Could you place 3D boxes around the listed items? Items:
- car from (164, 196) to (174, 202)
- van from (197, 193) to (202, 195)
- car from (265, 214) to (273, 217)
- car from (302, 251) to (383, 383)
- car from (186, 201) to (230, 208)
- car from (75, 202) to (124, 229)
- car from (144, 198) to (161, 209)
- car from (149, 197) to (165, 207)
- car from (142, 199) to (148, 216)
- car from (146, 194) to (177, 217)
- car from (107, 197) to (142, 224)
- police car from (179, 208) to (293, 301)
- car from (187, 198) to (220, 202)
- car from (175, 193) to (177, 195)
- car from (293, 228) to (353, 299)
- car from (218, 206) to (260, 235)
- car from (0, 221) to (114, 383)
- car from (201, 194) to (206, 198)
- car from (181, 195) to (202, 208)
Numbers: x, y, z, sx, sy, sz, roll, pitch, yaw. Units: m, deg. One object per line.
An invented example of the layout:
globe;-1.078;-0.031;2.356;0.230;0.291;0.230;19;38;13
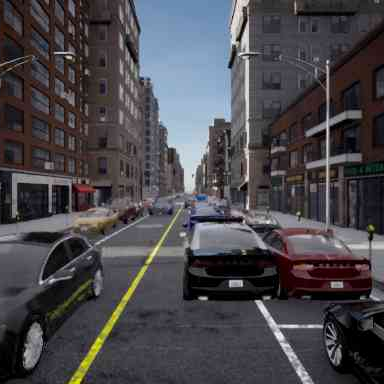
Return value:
car;-5.535;1.562;79.455;2.008;1.369;4.403;0;0;0
van;2.490;1.352;79.478;1.690;1.788;3.998;0;0;0
car;2.611;1.552;13.765;2.008;1.369;4.403;0;0;0
car;2.632;1.566;2.727;1.947;1.339;4.313;0;0;0
car;0.790;1.480;18.423;1.882;1.535;5.008;0;0;0
car;-5.419;1.527;19.095;1.752;1.417;4.829;0;0;0
car;-5.475;1.532;46.685;1.752;1.417;4.829;0;0;0
car;-5.485;1.559;52.373;2.008;1.369;4.403;0;0;0
car;-5.444;1.586;30.300;1.802;1.307;4.206;0;0;0
car;-2.807;1.356;31.628;2.097;1.767;4.553;0;0;0
car;-5.434;1.318;24.781;2.192;1.841;5.009;0;0;0
police car;0.712;1.426;8.514;1.930;1.638;5.238;0;0;-2
car;0.779;1.481;24.423;1.882;1.535;5.008;0;0;0
car;-5.545;1.556;85.136;1.887;1.381;4.507;0;0;0
car;2.621;1.545;8.246;1.887;1.381;4.507;0;0;0
car;2.601;1.584;19.284;1.802;1.307;4.206;0;0;0
car;-2.859;1.505;5.568;1.837;1.490;4.892;0;0;0
car;2.550;1.447;46.878;1.967;1.590;4.097;0;0;0
car;-0.063;1.498;46.417;2.128;1.511;4.902;0;0;0
